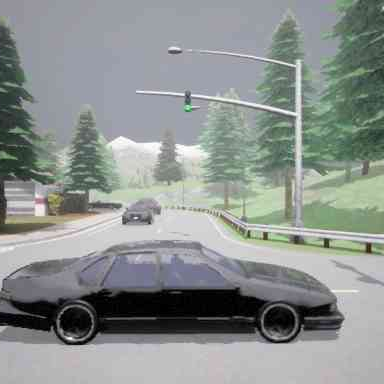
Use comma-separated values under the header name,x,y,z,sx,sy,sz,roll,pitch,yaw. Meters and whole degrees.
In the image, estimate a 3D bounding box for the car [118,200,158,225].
name,x,y,z,sx,sy,sz,roll,pitch,yaw
car,-3.838,1.564,24.266,1.994,1.385,4.181,0,0,-2

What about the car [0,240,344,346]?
name,x,y,z,sx,sy,sz,roll,pitch,yaw
car,-0.378,1.580,5.745,5.357,1.411,2.033,0,0,-1

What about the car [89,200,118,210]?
name,x,y,z,sx,sy,sz,roll,pitch,yaw
car,-11.144,1.608,41.838,4.718,1.301,1.895,0,0,14

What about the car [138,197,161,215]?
name,x,y,z,sx,sy,sz,roll,pitch,yaw
car,-4.615,1.352,34.061,2.097,1.767,4.553,0,0,-19
